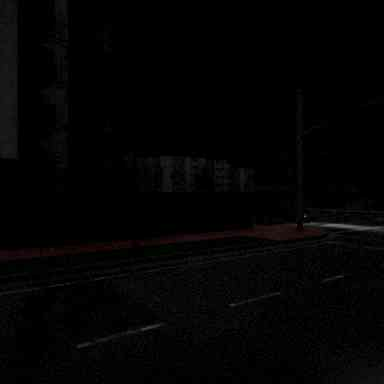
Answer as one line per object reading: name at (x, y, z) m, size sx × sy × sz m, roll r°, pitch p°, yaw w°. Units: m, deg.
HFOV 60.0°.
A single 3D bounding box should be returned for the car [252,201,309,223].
car at (6.746, 1.491, 26.051) m, size 2.128 × 1.511 × 4.902 m, roll 0°, pitch 0°, yaw -36°
